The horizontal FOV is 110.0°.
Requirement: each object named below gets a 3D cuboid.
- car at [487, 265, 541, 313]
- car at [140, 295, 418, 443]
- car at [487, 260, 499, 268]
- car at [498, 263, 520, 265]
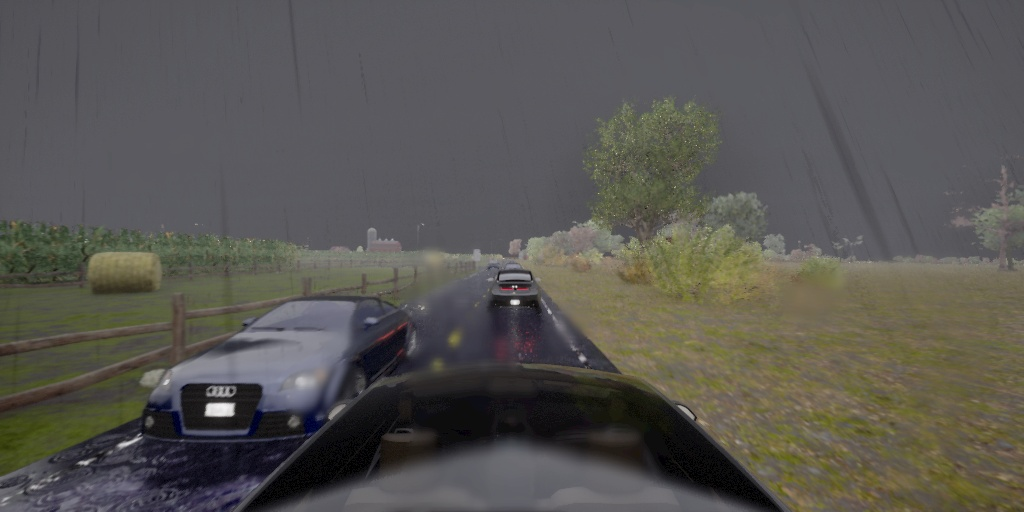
[{"bbox_3d":[0.102,1.263,14.111,1.837,1.490,4.892,0,0,0],"label":"car"},{"bbox_3d":[-2.850,1.316,5.492,1.994,1.385,4.181,0,0,0],"label":"car"},{"bbox_3d":[-2.750,1.375,54.485,2.033,1.411,5.357,0,0,0],"label":"car"},{"bbox_3d":[0.102,1.330,31.832,2.033,1.411,5.357,0,0,0],"label":"car"}]
